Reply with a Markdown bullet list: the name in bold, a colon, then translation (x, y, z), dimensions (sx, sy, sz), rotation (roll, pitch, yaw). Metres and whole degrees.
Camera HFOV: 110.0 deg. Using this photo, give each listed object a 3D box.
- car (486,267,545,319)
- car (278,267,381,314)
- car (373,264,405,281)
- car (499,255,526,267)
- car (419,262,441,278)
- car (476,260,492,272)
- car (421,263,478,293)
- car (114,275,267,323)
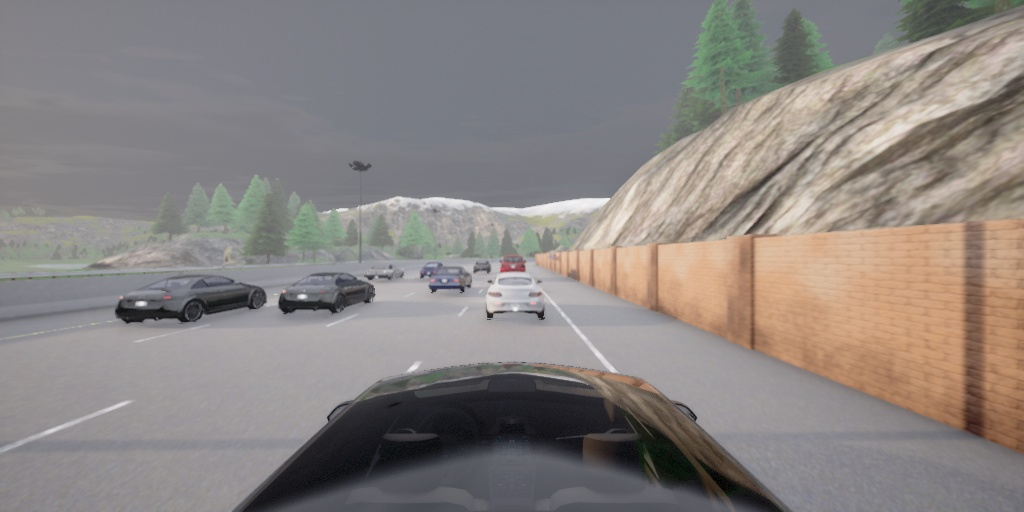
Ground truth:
- **car**: translation (0.096, 1.270, 12.612), dimensions (1.812, 1.442, 4.674), rotation (0, 0, 0)
- **car**: translation (-6.905, 1.308, 13.817), dimensions (1.994, 1.385, 4.181), rotation (0, 0, 0)
- **car**: translation (-10.411, 1.337, 29.770), dimensions (1.895, 1.301, 4.718), rotation (0, 0, 0)
- **car**: translation (0.087, 0.956, 31.535), dimensions (2.150, 2.045, 5.566), rotation (0, 0, 0)
- **car**: translation (-6.912, 1.260, 32.060), dimensions (1.812, 1.442, 4.674), rotation (0, 0, 0)
- **car**: translation (-3.418, 1.220, 42.070), dimensions (2.128, 1.511, 4.902), rotation (0, 0, 0)
- **car**: translation (-3.409, 1.288, 20.611), dimensions (2.033, 1.411, 5.357), rotation (0, 0, 0)
- **car**: translation (-10.404, 1.310, 12.069), dimensions (1.994, 1.385, 4.181), rotation (0, 0, 0)
